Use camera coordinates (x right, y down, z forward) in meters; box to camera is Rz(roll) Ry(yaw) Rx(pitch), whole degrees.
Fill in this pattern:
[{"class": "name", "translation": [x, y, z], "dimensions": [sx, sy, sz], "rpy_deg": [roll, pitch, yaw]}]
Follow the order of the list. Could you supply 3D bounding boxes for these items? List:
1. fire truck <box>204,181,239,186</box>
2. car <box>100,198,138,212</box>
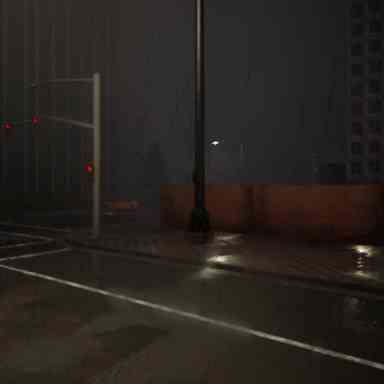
[{"class": "fire truck", "translation": [4.247, 0.302, 51.711], "dimensions": [2.891, 3.827, 8.468], "rpy_deg": [0, 0, 35]}, {"class": "car", "translation": [-8.654, 1.442, 39.531], "dimensions": [1.882, 1.535, 5.008], "rpy_deg": [0, 0, 35]}]
